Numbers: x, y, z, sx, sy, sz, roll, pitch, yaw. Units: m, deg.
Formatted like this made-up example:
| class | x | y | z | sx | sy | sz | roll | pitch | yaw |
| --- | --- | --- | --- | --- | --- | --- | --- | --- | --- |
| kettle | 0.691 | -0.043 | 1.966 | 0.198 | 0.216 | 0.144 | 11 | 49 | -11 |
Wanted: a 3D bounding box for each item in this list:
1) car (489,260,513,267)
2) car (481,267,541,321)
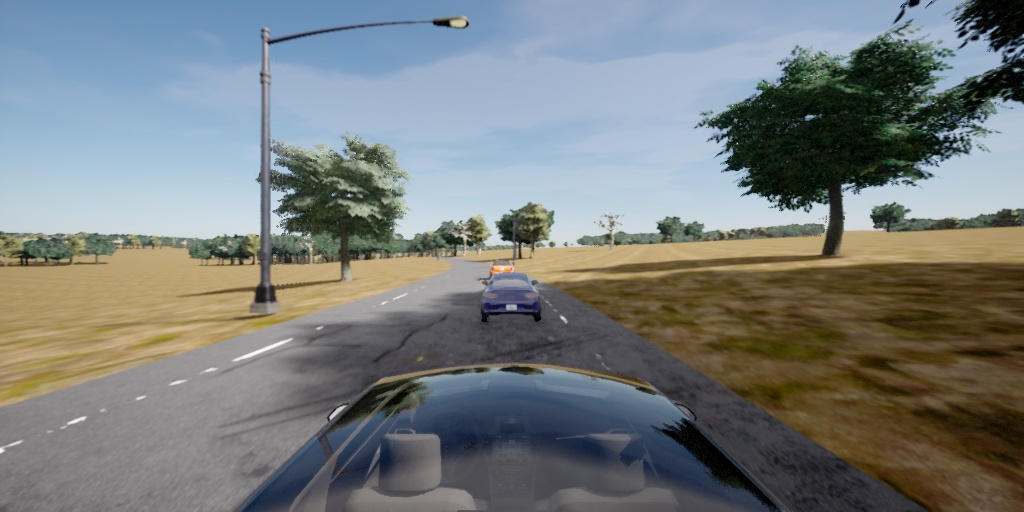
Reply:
| class | x | y | z | sx | sy | sz | roll | pitch | yaw |
| --- | --- | --- | --- | --- | --- | --- | --- | --- | --- |
| car | -0.965 | 1.152 | 32.427 | 2.097 | 1.767 | 4.553 | 0 | 0 | -4 |
| car | -0.067 | 1.275 | 12.346 | 1.812 | 1.442 | 4.674 | 0 | 0 | -1 |
